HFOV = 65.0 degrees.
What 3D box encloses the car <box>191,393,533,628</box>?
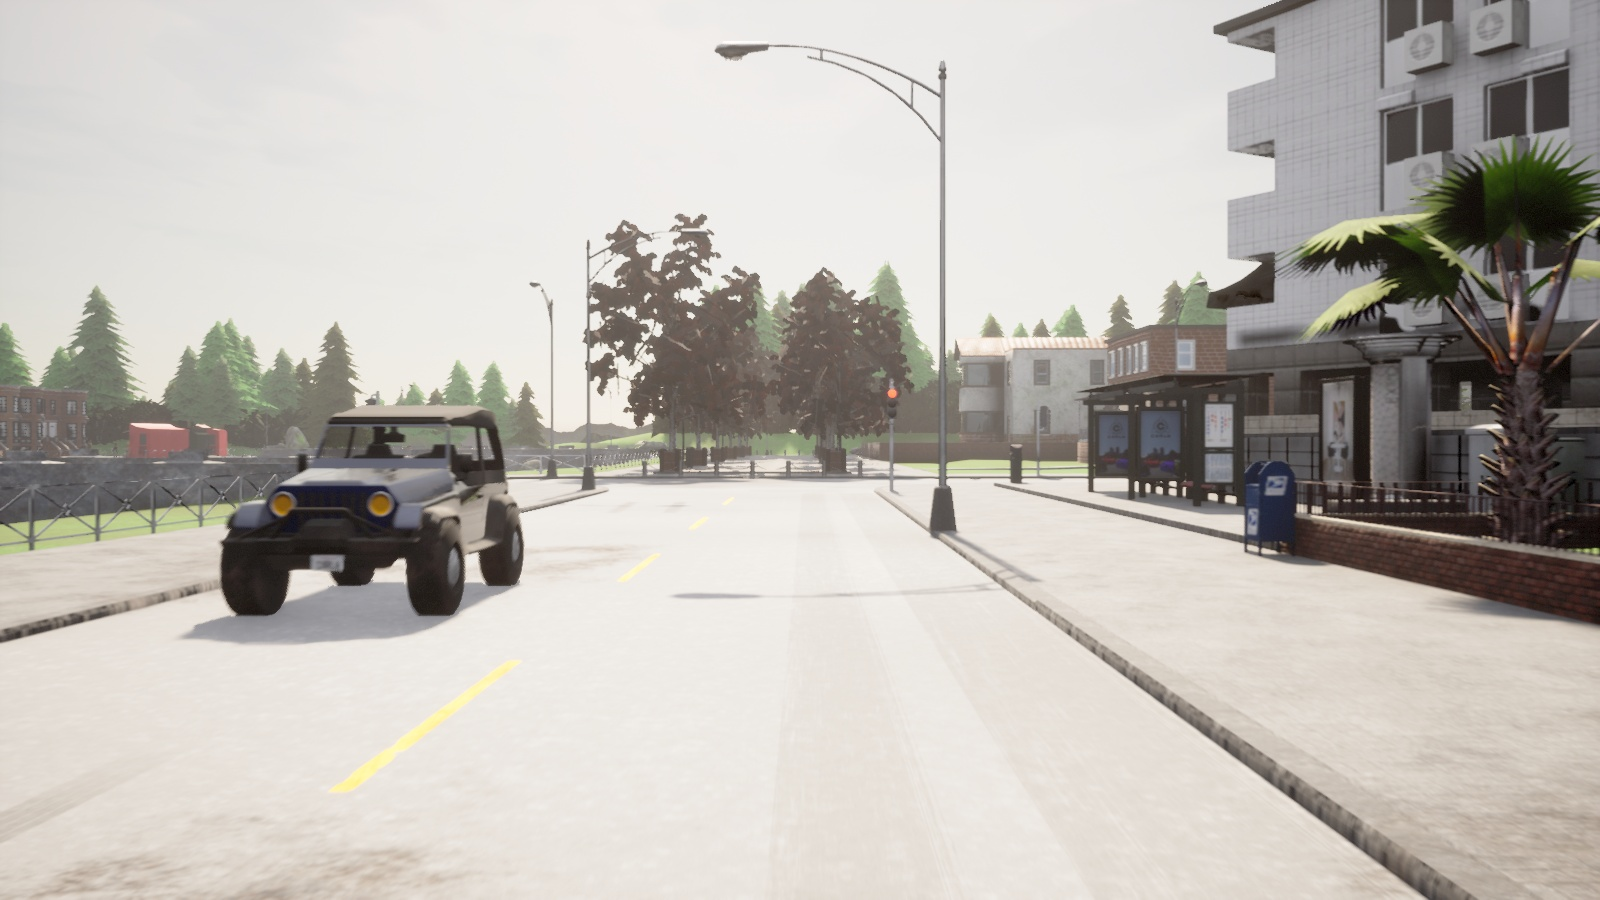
[{"bbox_3d":[-3.918,0.472,11.992,1.905,1.878,3.866,0,0,0],"label":"car"}]
